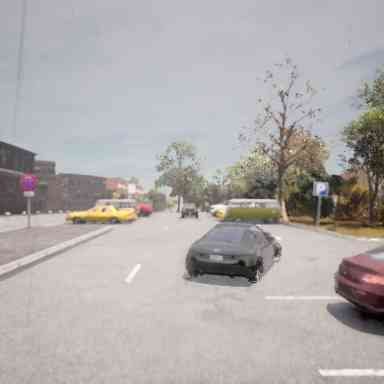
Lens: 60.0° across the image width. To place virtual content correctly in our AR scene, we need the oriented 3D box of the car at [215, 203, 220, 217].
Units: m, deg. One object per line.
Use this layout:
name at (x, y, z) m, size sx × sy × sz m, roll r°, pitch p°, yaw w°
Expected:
car at (5.038, 1.888, 29.637) m, size 5.366 × 1.575 × 1.946 m, roll 0°, pitch -1°, yaw -1°

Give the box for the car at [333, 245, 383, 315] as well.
car at (5.040, 1.566, 6.050) m, size 4.674 × 1.452 × 2.002 m, roll 0°, pitch 0°, yaw 0°

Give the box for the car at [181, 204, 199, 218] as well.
car at (-0.214, 2.165, 37.377) m, size 1.812 × 1.442 × 4.674 m, roll 0°, pitch -2°, yaw -1°

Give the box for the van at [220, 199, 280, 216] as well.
van at (4.761, 1.597, 26.846) m, size 4.442 × 1.987 × 1.878 m, roll 0°, pitch -1°, yaw -1°

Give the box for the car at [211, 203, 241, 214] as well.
car at (5.673, 2.728, 55.503) m, size 4.553 × 1.767 × 2.097 m, roll 1°, pitch -3°, yaw -18°

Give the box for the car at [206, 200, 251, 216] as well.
car at (4.672, 2.087, 43.476) m, size 5.566 × 2.045 × 2.435 m, roll 0°, pitch -2°, yaw -1°

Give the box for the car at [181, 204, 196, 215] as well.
car at (-0.414, 2.486, 47.248) m, size 1.882 × 1.535 × 5.008 m, roll 0°, pitch -2°, yaw 2°

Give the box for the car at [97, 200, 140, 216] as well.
car at (-7.391, 1.783, 30.297) m, size 4.553 × 1.767 × 2.185 m, roll 0°, pitch -1°, yaw -1°

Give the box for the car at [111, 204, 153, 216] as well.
car at (-7.550, 2.302, 42.432) m, size 5.008 × 1.535 × 2.097 m, roll 0°, pitch -2°, yaw -1°

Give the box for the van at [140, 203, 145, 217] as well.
van at (-7.334, 1.770, 33.337) m, size 4.442 × 1.987 × 1.878 m, roll 0°, pitch -2°, yaw -1°

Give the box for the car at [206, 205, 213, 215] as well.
car at (4.747, 1.887, 38.017) m, size 5.566 × 2.045 × 2.435 m, roll 0°, pitch -2°, yaw -1°

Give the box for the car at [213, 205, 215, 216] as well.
car at (5.014, 1.960, 32.297) m, size 5.366 × 1.575 × 1.946 m, roll 0°, pitch -2°, yaw -1°

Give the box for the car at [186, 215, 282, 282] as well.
car at (1.413, 1.645, 10.258) m, size 1.994 × 1.385 × 4.181 m, roll -1°, pitch -1°, yaw 23°

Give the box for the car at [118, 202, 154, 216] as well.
car at (-7.565, 2.290, 45.470) m, size 4.553 × 1.767 × 2.185 m, roll 0°, pitch -2°, yaw -1°

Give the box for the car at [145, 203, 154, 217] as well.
car at (-7.486, 1.942, 39.526) m, size 5.566 × 2.045 × 2.435 m, roll 0°, pitch -2°, yaw -1°

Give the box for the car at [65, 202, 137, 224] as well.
car at (-7.580, 1.834, 27.375) m, size 5.366 × 1.575 × 1.946 m, roll 0°, pitch -1°, yaw -1°
